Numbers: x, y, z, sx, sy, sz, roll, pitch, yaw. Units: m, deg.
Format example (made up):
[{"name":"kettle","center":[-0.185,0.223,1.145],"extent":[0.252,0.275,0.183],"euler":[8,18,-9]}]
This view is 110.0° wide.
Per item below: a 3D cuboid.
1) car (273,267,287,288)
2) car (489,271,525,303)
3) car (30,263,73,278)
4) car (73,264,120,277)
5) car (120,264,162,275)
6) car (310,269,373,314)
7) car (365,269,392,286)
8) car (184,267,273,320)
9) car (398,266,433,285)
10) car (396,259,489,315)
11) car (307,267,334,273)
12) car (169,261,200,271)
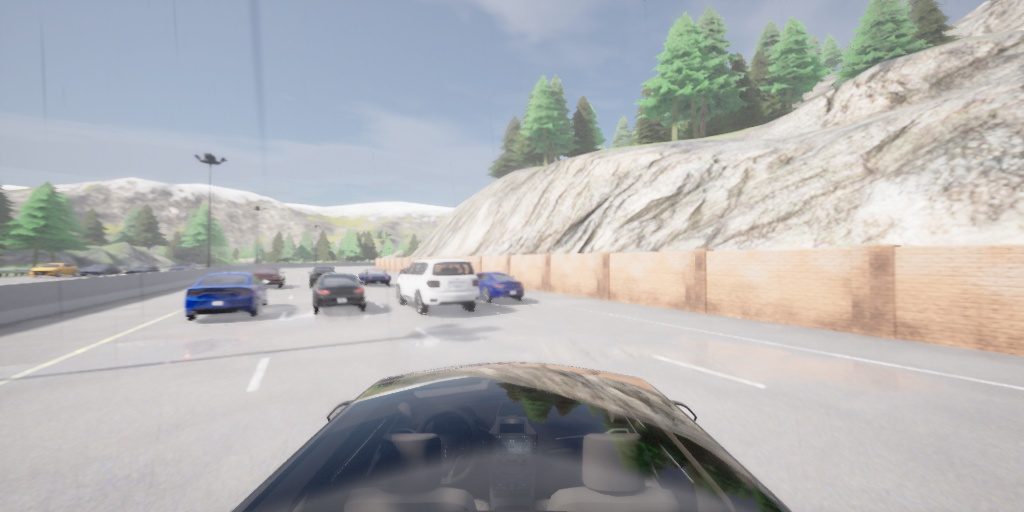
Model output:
[{"name":"car","center":[-17.601,1.531,25.985],"extent":[1.812,1.442,4.674],"euler":[1,-1,-29]},{"name":"car","center":[-1.051,1.498,18.169],"extent":[1.812,1.442,4.674],"euler":[1,-1,-29]},{"name":"car","center":[-49.047,1.513,38.511],"extent":[1.882,1.535,5.008],"euler":[1,-1,-29]},{"name":"car","center":[-46.032,1.622,40.290],"extent":[2.033,1.411,5.357],"euler":[1,-1,-29]},{"name":"car","center":[-43.011,1.659,42.046],"extent":[2.033,1.411,5.357],"euler":[1,-1,-29]},{"name":"car","center":[-7.113,1.422,14.667],"extent":[1.812,1.442,4.674],"euler":[1,-1,-29]},{"name":"car","center":[-10.895,1.669,28.326],"extent":[1.895,1.301,4.718],"euler":[1,-1,-29]},{"name":"car","center":[-10.397,1.341,13.368],"extent":[1.882,1.535,5.008],"euler":[1,-1,-29]},{"name":"car","center":[-8.475,1.644,31.172],"extent":[1.812,1.442,4.674],"euler":[1,-1,-29]},{"name":"car","center":[-3.208,1.140,14.852],"extent":[2.150,2.045,5.566],"euler":[1,-1,-29]},{"name":"car","center":[-14.239,1.543,27.140],"extent":[1.837,1.490,4.892],"euler":[1,-1,-29]},{"name":"car","center":[-40.041,1.503,43.891],"extent":[2.097,1.767,4.553],"euler":[1,-1,-29]}]
